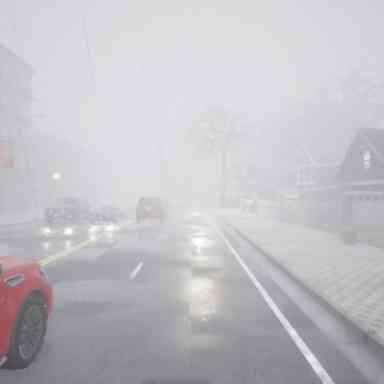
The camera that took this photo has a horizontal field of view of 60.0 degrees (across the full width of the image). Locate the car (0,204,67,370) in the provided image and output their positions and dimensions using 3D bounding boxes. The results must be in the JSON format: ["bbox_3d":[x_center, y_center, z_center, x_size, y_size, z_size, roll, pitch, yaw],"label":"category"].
[{"bbox_3d":[-3.149,1.237,2.608,2.150,2.045,5.566,0,0,0],"label":"car"}]

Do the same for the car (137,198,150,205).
[{"bbox_3d":[-9.749,1.962,67.215,1.895,1.301,4.718,0,0,0],"label":"car"}]

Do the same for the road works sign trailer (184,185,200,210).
[{"bbox_3d":[0.003,0.740,49.006,2.380,3.560,2.880,0,0,0],"label":"road works sign trailer"}]

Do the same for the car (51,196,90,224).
[{"bbox_3d":[-9.846,1.373,26.864,2.150,2.045,5.566,0,0,0],"label":"car"}]

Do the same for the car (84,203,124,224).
[{"bbox_3d":[-6.594,1.710,25.985,1.994,1.385,4.181,0,0,0],"label":"car"}]

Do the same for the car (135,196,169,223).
[{"bbox_3d":[-3.159,1.373,26.849,2.150,2.045,5.566,0,0,0],"label":"car"}]

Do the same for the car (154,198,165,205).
[{"bbox_3d":[-6.501,1.891,66.825,1.812,1.442,4.674,0,0,0],"label":"car"}]
